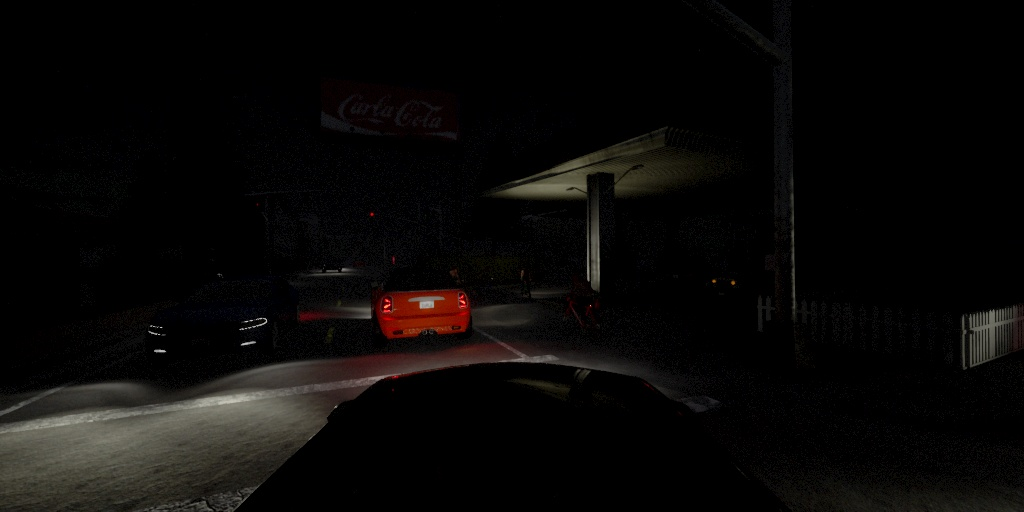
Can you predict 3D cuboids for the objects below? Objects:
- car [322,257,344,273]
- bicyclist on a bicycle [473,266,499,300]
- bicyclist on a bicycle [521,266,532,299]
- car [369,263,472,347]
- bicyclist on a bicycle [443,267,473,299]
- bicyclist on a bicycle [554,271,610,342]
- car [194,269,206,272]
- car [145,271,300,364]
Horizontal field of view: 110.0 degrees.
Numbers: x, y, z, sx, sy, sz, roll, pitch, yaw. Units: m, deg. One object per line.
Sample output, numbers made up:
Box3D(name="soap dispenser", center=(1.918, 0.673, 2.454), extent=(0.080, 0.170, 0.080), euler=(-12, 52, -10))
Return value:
Box3D(name="car", center=(-23.929, 1.146, 47.732), extent=(2.150, 2.045, 5.566), euler=(0, 0, -25))
Box3D(name="bicyclist on a bicycle", center=(-1.400, 1.331, 17.785), extent=(1.656, 1.620, 0.582), euler=(0, 0, -21))
Box3D(name="bicyclist on a bicycle", center=(0.708, 1.322, 17.910), extent=(0.582, 1.620, 1.656), euler=(-1, 0, 16))
Box3D(name="car", center=(-2.586, 1.048, 9.470), extent=(2.097, 1.767, 4.553), euler=(0, 0, -22))
Box3D(name="bicyclist on a bicycle", center=(-2.701, 1.304, 16.397), extent=(1.656, 1.620, 0.582), euler=(1, 0, 37))
Box3D(name="bicyclist on a bicycle", center=(1.666, 1.196, 8.705), extent=(0.582, 1.620, 1.656), euler=(3, -2, -43))
Box3D(name="car", center=(-23.082, 1.435, 25.807), extent=(4.553, 1.767, 2.097), euler=(0, 0, -26))
Box3D(name="car", center=(-6.294, 1.204, 8.383), extent=(1.882, 1.535, 5.008), euler=(0, 0, -24))
